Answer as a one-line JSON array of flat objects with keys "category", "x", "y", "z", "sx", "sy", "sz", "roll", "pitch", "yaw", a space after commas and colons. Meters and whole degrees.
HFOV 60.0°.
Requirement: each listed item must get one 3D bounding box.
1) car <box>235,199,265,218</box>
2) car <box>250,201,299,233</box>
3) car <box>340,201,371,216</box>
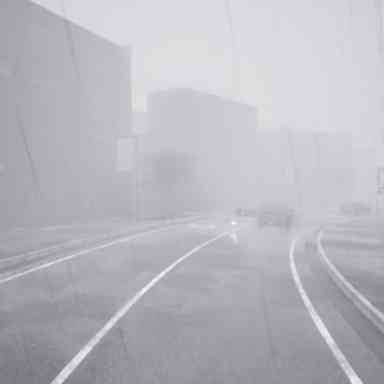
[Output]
[{"category": "car", "x": 5.378, "y": 1.383, "z": 27.802, "sx": 1.882, "sy": 1.535, "sz": 5.008, "roll": 3, "pitch": 2, "yaw": 35}, {"category": "car", "x": 5.478, "y": 1.544, "z": 20.704, "sx": 2.128, "sy": 1.511, "sz": 4.902, "roll": 3, "pitch": 1, "yaw": 26}, {"category": "car", "x": 18.096, "y": 1.760, "z": 36.598, "sx": 4.902, "sy": 1.511, "sz": 2.128, "roll": 1, "pitch": 3, "yaw": -43}]
